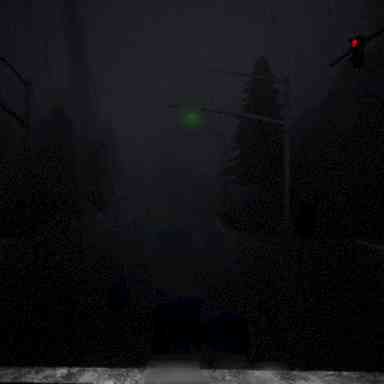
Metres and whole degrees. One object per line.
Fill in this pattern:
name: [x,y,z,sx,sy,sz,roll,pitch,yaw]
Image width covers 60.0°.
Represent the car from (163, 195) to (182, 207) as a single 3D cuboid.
car: [-2.708,1.223,46.112,1.837,1.490,4.892,0,0,-16]
